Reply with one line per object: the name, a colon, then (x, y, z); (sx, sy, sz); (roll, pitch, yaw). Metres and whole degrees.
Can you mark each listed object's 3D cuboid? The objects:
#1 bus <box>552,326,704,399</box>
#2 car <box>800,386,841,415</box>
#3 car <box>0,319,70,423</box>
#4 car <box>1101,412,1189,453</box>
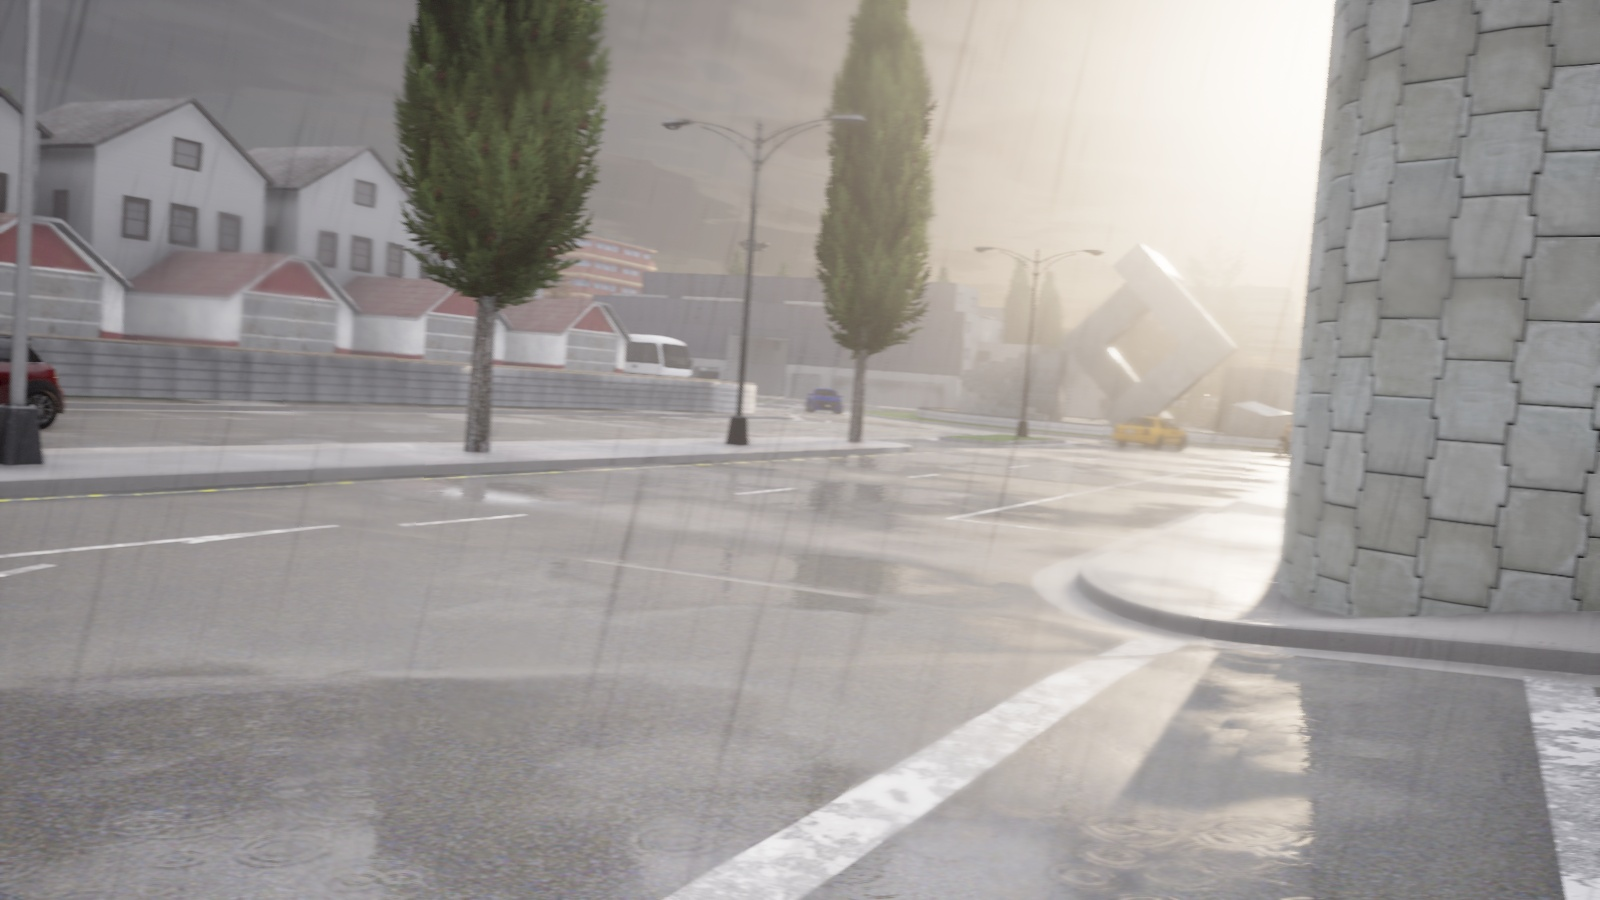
bus: (-12.213, -6.215, 88.761); (10.273, 4.253, 3.944); (7, 3, 32)
car: (1.243, -3.096, 77.272); (1.882, 1.535, 5.008); (4, 3, -5)
car: (-15.156, -1.434, 21.061); (2.097, 1.767, 4.553); (6, 4, 26)
car: (15.290, -0.749, 55.443); (1.801, 1.575, 5.366); (7, 4, 36)
